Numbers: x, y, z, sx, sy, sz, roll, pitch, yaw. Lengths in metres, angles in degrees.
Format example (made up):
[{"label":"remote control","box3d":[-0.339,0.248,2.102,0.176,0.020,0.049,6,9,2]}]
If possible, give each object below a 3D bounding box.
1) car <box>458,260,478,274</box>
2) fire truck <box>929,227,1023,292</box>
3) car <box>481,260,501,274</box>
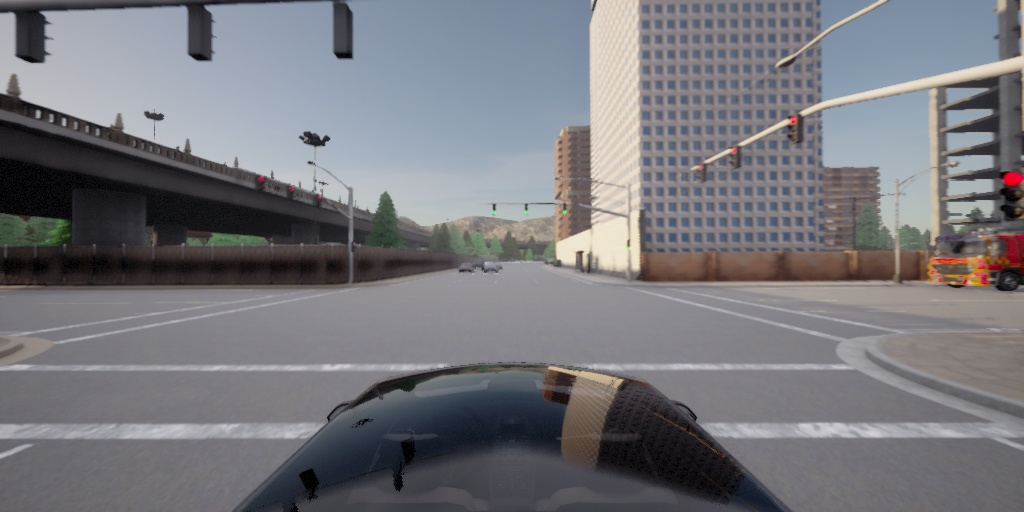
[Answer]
[{"label":"car","box3d":[-6.458,1.725,51.184,1.837,1.490,4.892,0,0,1]},{"label":"fire truck","box3d":[31.507,0.185,22.190,8.468,3.827,2.891,0,-1,1]},{"label":"car","box3d":[-2.959,1.731,51.201,1.812,1.442,4.674,0,0,1]}]
